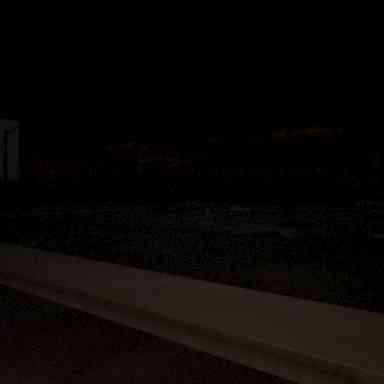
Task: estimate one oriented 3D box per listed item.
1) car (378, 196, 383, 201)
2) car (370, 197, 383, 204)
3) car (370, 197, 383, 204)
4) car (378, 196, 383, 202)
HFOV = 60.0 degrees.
[{"bbox_3d":[48.128,1.573,80.897,4.536,1.218,1.853,1,1,-4],"label":"car"},{"bbox_3d":[37.122,1.572,65.673,1.853,1.218,4.536,1,1,6],"label":"car"},{"bbox_3d":[37.115,1.730,65.623,2.038,1.542,4.974,1,1,6],"label":"car"},{"bbox_3d":[48.178,1.731,80.903,4.974,1.542,2.038,1,1,-4],"label":"car"}]
